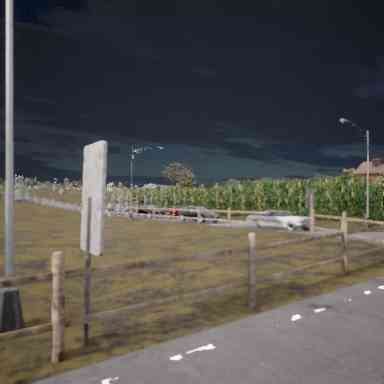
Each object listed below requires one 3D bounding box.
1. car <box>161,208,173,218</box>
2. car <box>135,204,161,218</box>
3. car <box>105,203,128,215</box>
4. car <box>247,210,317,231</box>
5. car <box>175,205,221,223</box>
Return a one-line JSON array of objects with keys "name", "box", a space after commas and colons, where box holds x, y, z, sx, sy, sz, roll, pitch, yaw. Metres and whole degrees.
[{"name": "car", "box": [-1.111, 2.255, 38.116, 1.882, 1.535, 5.008, 3, -3, -35]}, {"name": "car", "box": [-4.855, 2.190, 38.302, 1.882, 1.535, 5.008, 3, -3, -35]}, {"name": "car", "box": [-10.578, 2.361, 46.383, 2.128, 1.511, 4.902, 3, -2, -35]}, {"name": "car", "box": [6.099, 1.923, 22.987, 1.895, 1.301, 4.718, 3, -3, -37]}, {"name": "car", "box": [0.643, 2.025, 30.580, 1.837, 1.490, 4.892, 3, -3, -36]}]
